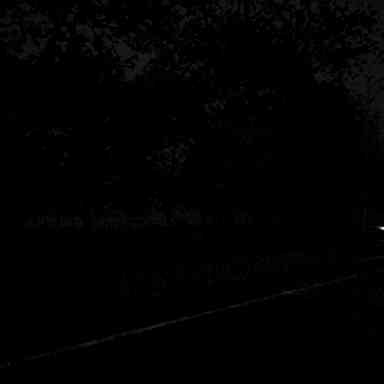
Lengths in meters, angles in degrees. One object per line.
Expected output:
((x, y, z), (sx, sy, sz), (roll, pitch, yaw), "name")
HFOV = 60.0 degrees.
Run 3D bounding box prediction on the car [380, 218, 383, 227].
((24.304, 3.606, 40.252), (1.994, 1.385, 4.181), (1, -3, 42), "car")
